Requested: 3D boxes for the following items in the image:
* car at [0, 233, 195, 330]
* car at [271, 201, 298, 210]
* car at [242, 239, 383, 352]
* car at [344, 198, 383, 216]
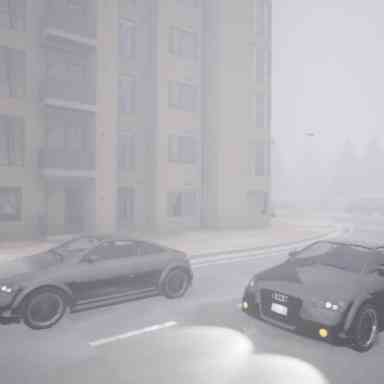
[{"bbox_3d":[-1.995,1.593,6.991,4.181,1.385,1.994,1,0,-37],"label":"car"},{"bbox_3d":[14.401,2.102,52.762,1.895,1.301,4.718,1,0,-33],"label":"car"},{"bbox_3d":[2.909,1.634,6.335,4.181,1.385,1.994,1,-1,-38],"label":"car"},{"bbox_3d":[20.594,1.685,39.436,2.150,2.045,5.566,1,0,-13],"label":"car"}]
